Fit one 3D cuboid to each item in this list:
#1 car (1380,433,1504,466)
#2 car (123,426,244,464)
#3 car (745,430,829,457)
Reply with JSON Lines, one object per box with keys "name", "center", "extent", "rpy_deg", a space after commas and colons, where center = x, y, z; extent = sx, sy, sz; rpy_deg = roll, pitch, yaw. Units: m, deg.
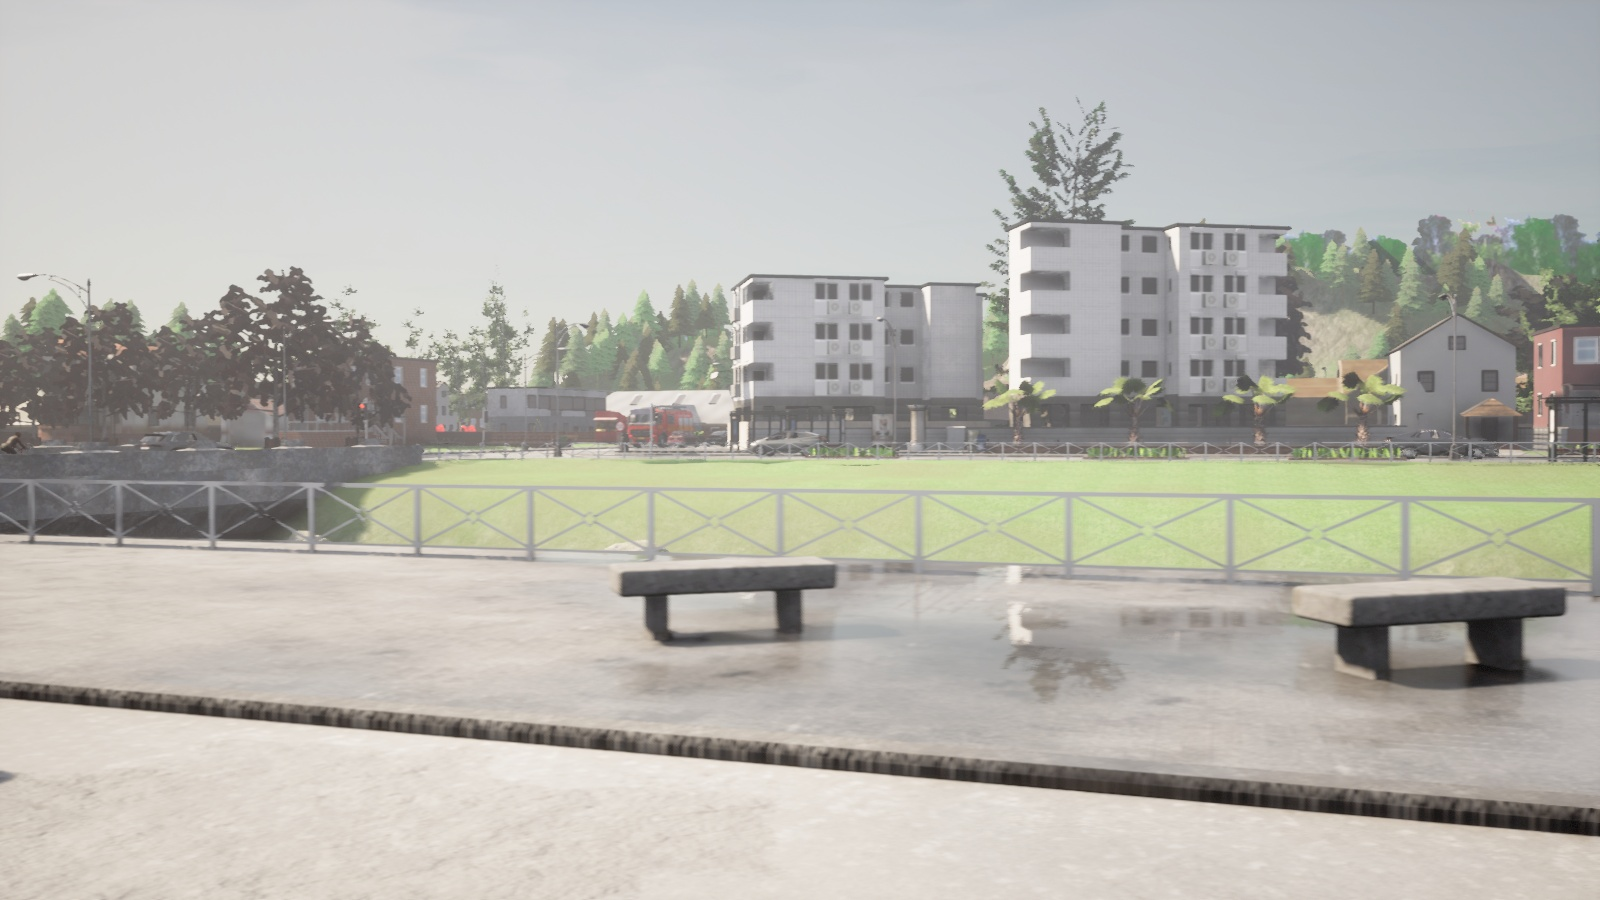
{"name": "car", "center": [29.957, -0.045, 58.750], "extent": [4.902, 1.511, 2.128], "rpy_deg": [1, 1, 19]}
{"name": "car", "center": [-27.703, -0.254, 56.607], "extent": [2.033, 1.649, 4.856], "rpy_deg": [1, 1, 20]}
{"name": "car", "center": [-0.745, -0.404, 73.286], "extent": [4.514, 1.525, 2.007], "rpy_deg": [0, 1, 19]}
